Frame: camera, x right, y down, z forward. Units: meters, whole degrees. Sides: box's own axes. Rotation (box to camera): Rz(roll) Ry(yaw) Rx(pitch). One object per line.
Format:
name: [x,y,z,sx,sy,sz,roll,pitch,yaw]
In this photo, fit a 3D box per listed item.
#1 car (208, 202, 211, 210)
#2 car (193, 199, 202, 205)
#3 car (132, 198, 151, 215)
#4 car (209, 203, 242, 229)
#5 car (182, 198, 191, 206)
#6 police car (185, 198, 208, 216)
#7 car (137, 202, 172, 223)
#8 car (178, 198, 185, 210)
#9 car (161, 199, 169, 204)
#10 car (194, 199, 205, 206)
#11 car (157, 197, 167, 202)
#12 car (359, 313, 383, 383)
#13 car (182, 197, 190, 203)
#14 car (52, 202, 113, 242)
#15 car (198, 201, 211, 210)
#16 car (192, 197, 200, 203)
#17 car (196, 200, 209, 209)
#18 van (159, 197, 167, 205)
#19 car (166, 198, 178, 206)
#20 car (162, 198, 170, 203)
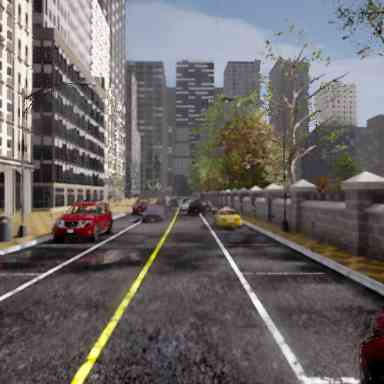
car: [1.999,1.964,45.408,2.008,1.369,4.403,0,0,-1]
car: [1.262,2.283,78.697,1.802,1.307,4.206,0,0,-1]
car: [-5.906,1.682,39.835,2.192,1.841,5.009,0,-1,-1]
car: [2.404,1.742,23.390,1.752,1.417,4.829,0,-1,-1]
car: [-1.142,2.058,71.571,1.882,1.535,5.008,0,0,-1]
police car: [0.423,1.772,37.855,1.930,1.638,5.238,0,-1,-1]
car: [-3.088,1.812,28.494,2.033,1.411,5.357,0,-1,-1]
car: [-0.260,1.958,47.528,1.812,1.442,4.674,0,0,-14]
car: [-6.886,2.331,84.151,1.802,1.307,4.206,0,0,-1]
car: [1.508,2.172,67.601,1.947,1.339,4.313,0,0,-1]
car: [-6.641,1.971,73.074,2.192,1.841,5.009,0,0,-1]
car: [2.565,1.325,1.033,2.192,1.841,5.009,0,-1,0]
car: [-1.620,2.188,93.119,2.128,1.511,4.902,0,0,-1]
car: [-5.555,1.482,17.642,2.192,1.841,5.009,0,-1,-1]
car: [1.876,2.043,50.956,1.802,1.307,4.206,0,0,-1]
car: [1.016,2.233,89.795,1.967,1.590,4.097,0,0,-1]
car: [1.753,2.076,56.505,1.947,1.339,4.313,0,0,-1]
van: [-6.763,2.044,78.613,1.690,1.788,3.998,0,0,-1]
car: [-3.855,2.120,69.730,1.837,1.490,4.892,0,0,-1]
car: [-7.004,2.319,89.520,1.752,1.417,4.829,0,0,-1]
